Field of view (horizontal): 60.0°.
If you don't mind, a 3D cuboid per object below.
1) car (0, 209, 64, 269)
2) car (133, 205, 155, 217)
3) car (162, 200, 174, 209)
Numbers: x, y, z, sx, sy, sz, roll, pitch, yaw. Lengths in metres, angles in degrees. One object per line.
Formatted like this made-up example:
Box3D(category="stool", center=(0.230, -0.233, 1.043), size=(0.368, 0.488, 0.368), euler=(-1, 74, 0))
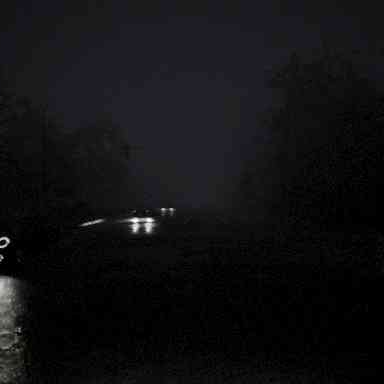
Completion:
Box3D(category="car", center=(-6.471, 1.568, 12.034), size=(2.097, 1.767, 4.553), euler=(-1, -1, 2))
Box3D(category="car", center=(-5.460, 2.175, 38.144), size=(1.895, 1.301, 4.718), euler=(-1, -1, 2))
Box3D(category="car", center=(-4.522, 2.392, 62.445), size=(1.837, 1.490, 4.892), euler=(-1, 1, 2))
